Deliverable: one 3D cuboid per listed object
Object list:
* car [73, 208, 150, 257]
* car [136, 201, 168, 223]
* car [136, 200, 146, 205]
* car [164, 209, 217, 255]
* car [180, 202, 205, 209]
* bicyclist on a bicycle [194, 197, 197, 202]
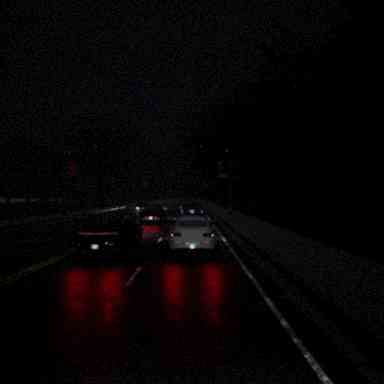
[{"bbox_3d":[-3.226,1.634,13.524,2.128,1.511,4.902,0,0,0],"label":"car"},{"bbox_3d":[-3.224,1.803,28.520,1.837,1.490,4.892,0,0,0],"label":"car"},{"bbox_3d":[-9.749,2.211,65.398,1.812,1.442,4.674,0,-1,0],"label":"car"},{"bbox_3d":[0.027,1.670,13.912,1.812,1.442,4.674,0,0,0],"label":"car"},{"bbox_3d":[0.028,1.646,28.469,2.097,1.767,4.553,0,-1,0],"label":"car"},{"bbox_3d":[0.910,2.298,87.003,0.659,1.776,1.843,0,0,0],"label":"bicyclist on a bicycle"}]
